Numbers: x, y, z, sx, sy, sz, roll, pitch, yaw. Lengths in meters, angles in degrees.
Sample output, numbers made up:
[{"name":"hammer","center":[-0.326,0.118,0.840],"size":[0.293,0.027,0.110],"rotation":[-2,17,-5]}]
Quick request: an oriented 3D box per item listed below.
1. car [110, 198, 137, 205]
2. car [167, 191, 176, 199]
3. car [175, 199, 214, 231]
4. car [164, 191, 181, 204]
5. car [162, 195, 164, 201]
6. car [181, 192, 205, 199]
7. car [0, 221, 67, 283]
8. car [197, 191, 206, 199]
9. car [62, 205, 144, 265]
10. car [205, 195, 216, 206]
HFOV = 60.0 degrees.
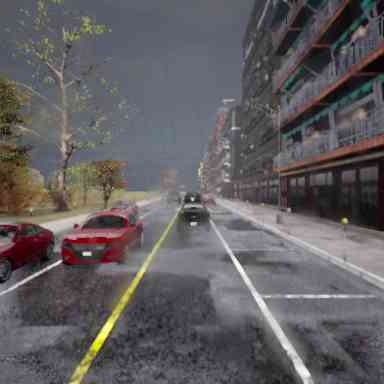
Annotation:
[{"name":"car","center":[-5.317,1.284,26.035],"size":[1.967,1.590,4.097],"rotation":[1,0,0]},{"name":"car","center":[-5.342,0.798,86.933],"size":[2.192,1.841,5.009],"rotation":[1,0,0]},{"name":"car","center":[0.091,1.387,19.621],"size":[1.837,1.490,4.892],"rotation":[0,0,0]},{"name":"car","center":[-2.835,0.903,53.724],"size":[2.150,2.045,5.566],"rotation":[0,0,0]},{"name":"car","center":[-5.336,1.021,70.325],"size":[1.967,1.590,4.097],"rotation":[1,0,0]},{"name":"car","center":[0.083,0.980,40.554],"size":[2.150,2.045,5.566],"rotation":[0,0,0]},{"name":"car","center":[-5.311,1.525,9.428],"size":[1.802,1.307,4.206],"rotation":[1,0,0]},{"name":"car","center":[2.538,0.796,87.303],"size":[2.192,1.841,5.009],"rotation":[1,0,0]},{"name":"car","center":[-2.856,1.408,11.559],"size":[1.882,1.535,5.008],"rotation":[0,0,0]},{"name":"car","center":[2.552,1.292,48.491],"size":[1.802,1.307,4.206],"rotation":[1,0,0]}]
